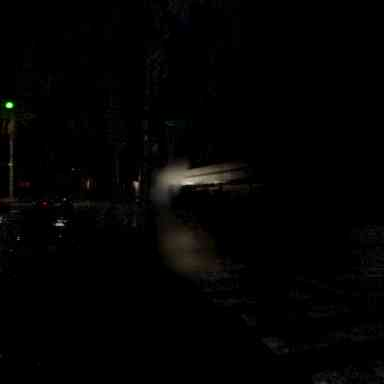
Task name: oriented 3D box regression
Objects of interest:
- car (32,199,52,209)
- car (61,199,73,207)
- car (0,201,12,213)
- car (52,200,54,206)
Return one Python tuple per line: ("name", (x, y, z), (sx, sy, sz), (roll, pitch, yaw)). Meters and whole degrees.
("car", (-21.692, 1.715, 47.914), (1.812, 1.442, 4.674), (2, -1, -20))
("car", (-22.102, 1.903, 58.725), (1.994, 1.385, 4.181), (2, -1, -20))
("car", (-21.376, 1.634, 36.806), (1.895, 1.301, 4.718), (2, -1, -19))
("car", (-25.153, 1.818, 57.608), (1.994, 1.385, 4.181), (2, -1, -20))
